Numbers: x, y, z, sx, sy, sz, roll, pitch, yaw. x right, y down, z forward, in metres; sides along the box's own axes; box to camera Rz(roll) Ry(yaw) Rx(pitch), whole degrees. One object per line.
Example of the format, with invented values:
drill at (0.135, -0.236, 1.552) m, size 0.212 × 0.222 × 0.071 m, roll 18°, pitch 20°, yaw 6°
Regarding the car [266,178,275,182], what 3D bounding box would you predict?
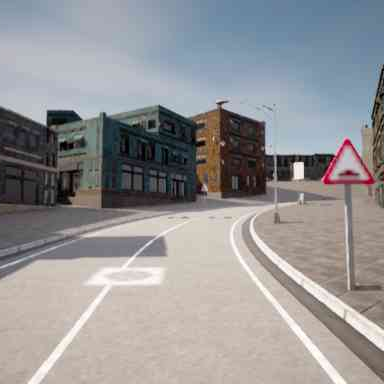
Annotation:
car at (20.738, -3.191, 92.897) m, size 4.553 × 1.767 × 2.185 m, roll 0°, pitch -4°, yaw -2°
